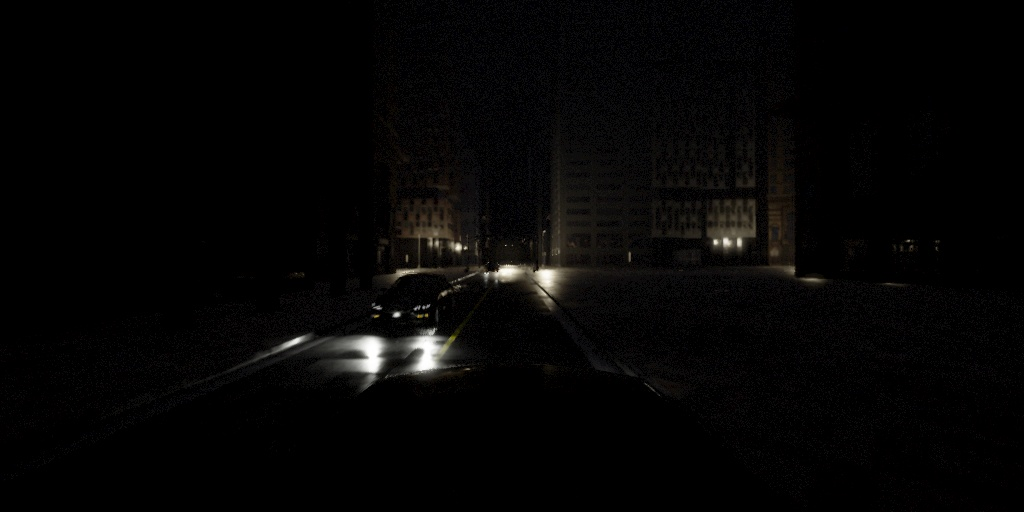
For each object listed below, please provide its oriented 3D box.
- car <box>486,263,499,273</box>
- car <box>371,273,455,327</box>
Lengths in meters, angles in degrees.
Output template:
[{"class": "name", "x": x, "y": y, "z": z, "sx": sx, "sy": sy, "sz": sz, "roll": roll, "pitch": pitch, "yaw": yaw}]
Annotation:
[{"class": "car", "x": -2.993, "y": 1.834, "z": 55.099, "sx": 1.837, "sy": 1.490, "sz": 4.892, "roll": 0, "pitch": -1, "yaw": 0}, {"class": "car", "x": -3.100, "y": 1.357, "z": 12.071, "sx": 1.837, "sy": 1.490, "sz": 4.892, "roll": 0, "pitch": -1, "yaw": 0}]
